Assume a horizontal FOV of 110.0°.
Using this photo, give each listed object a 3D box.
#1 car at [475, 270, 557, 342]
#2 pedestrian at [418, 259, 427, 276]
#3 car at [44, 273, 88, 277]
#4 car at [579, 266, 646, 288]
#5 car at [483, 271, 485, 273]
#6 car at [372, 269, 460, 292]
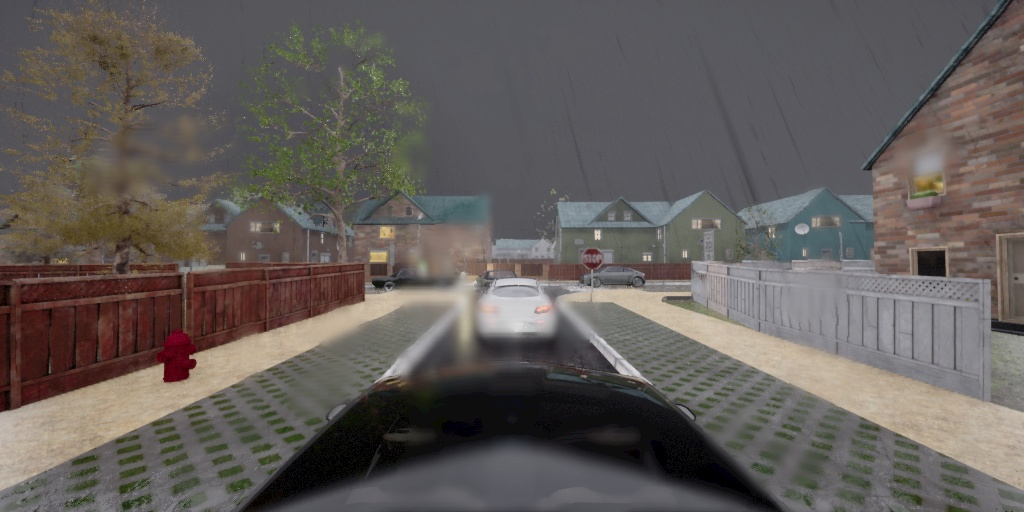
[{"bbox_3d":[0.109,1.279,9.642,1.812,1.442,4.674,0,0,0],"label":"car"},{"bbox_3d":[-6.683,1.118,26.736,0.375,1.860,0.375,0,-1,1],"label":"pedestrian"},{"bbox_3d":[-25.593,1.632,21.133,4.718,1.301,1.895,-1,-1,1],"label":"car"},{"bbox_3d":[6.554,1.344,23.631,4.181,1.385,1.994,0,-1,1],"label":"car"},{"bbox_3d":[-0.745,1.366,18.461,1.895,1.301,4.718,0,-1,-12],"label":"car"},{"bbox_3d":[-5.469,1.416,20.849,4.718,1.301,1.895,-1,-1,1],"label":"car"}]
